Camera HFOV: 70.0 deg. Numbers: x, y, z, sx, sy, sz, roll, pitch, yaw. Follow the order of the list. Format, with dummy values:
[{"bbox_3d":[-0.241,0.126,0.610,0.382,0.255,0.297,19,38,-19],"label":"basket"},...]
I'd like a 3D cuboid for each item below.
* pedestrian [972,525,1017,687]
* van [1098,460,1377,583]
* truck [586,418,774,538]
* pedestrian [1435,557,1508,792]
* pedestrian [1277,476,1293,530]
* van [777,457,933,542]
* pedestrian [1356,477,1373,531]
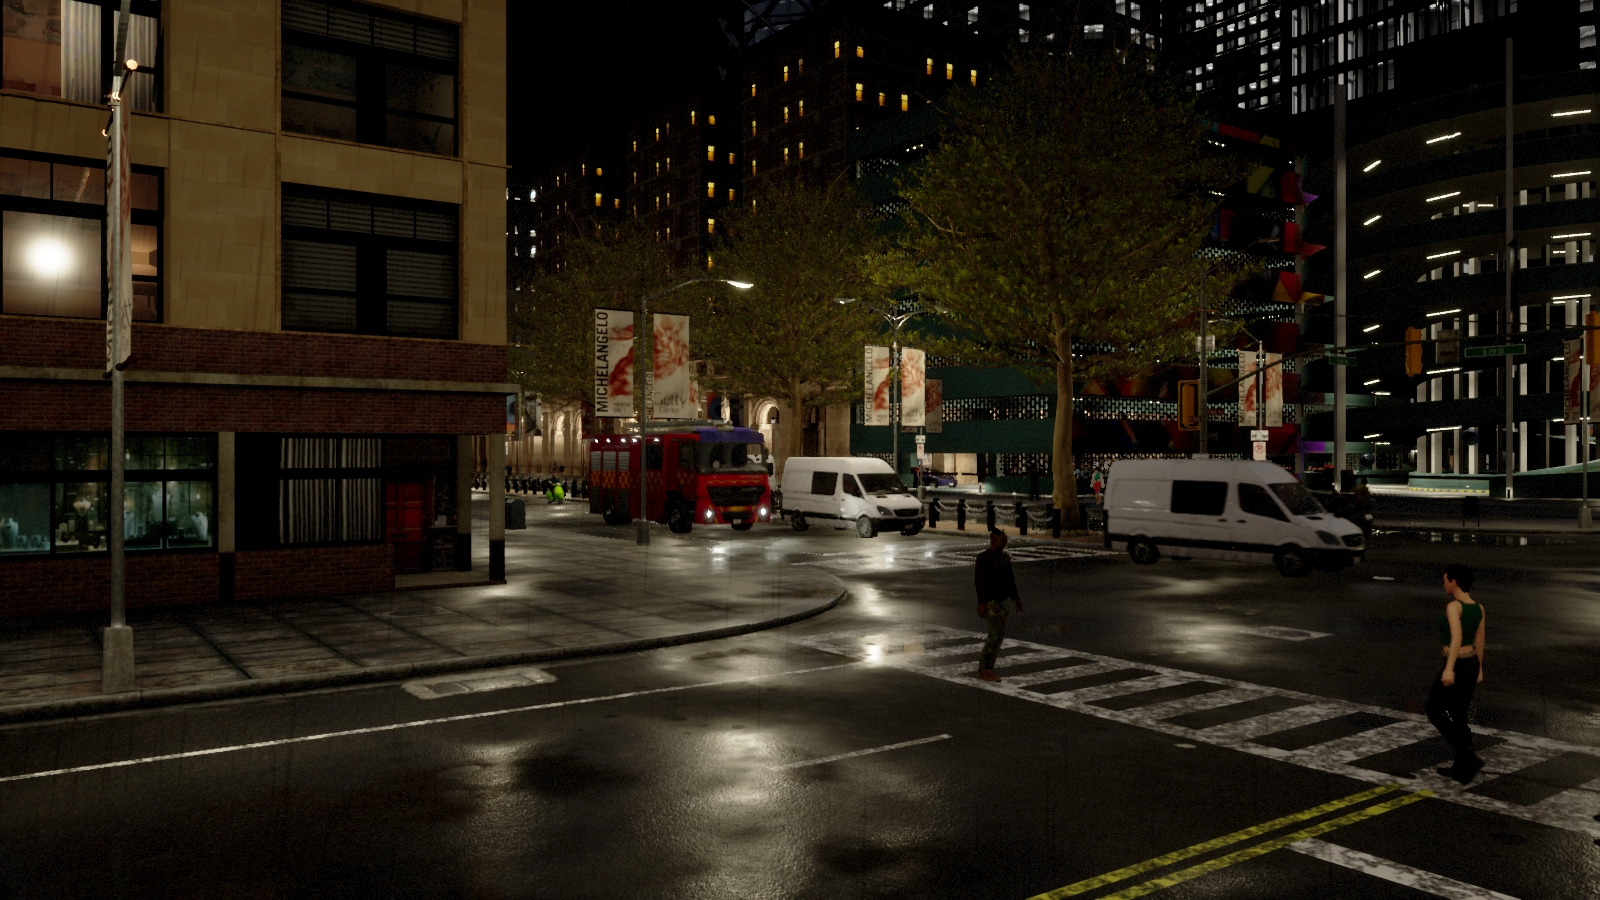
[{"bbox_3d":[2.322,1.849,13.674,0.375,1.860,0.375,0,0,-35],"label":"pedestrian"},{"bbox_3d":[10.141,1.534,26.998,1.988,2.561,5.915,0,0,-41],"label":"van"},{"bbox_3d":[-4.493,0.890,40.791,2.891,3.827,8.468,0,0,-35],"label":"truck"},{"bbox_3d":[5.600,1.849,9.531,0.375,1.860,0.375,0,0,-26],"label":"pedestrian"},{"bbox_3d":[16.928,1.848,39.867,0.375,1.860,0.375,0,0,-36],"label":"pedestrian"},{"bbox_3d":[1.707,1.534,38.074,1.988,2.561,5.915,0,0,-35],"label":"van"},{"bbox_3d":[19.404,1.848,39.278,0.375,1.860,0.375,0,0,-27],"label":"pedestrian"}]
